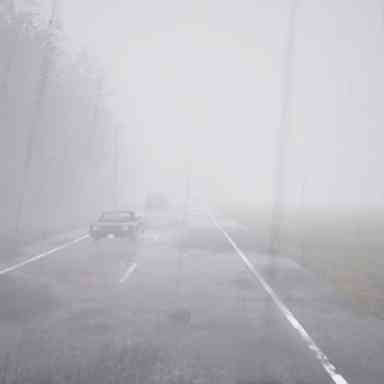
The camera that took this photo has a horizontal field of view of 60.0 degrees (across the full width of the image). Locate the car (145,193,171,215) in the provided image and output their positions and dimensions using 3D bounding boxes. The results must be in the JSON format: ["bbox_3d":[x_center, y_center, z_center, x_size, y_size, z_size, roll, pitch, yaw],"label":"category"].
[{"bbox_3d":[-3.396,1.133,33.392,2.150,2.045,5.566,0,0,0],"label":"car"}]

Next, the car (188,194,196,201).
[{"bbox_3d":[0.013,1.346,78.773,1.994,1.385,4.181,0,0,0],"label":"car"}]

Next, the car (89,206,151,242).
[{"bbox_3d":[-3.397,1.558,16.159,1.895,1.301,4.718,0,0,0],"label":"car"}]

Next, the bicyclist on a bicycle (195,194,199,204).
[{"bbox_3d":[0.972,1.211,60.758,0.659,1.776,1.843,0,0,0],"label":"bicyclist on a bicycle"}]

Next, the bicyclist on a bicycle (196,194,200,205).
[{"bbox_3d":[0.970,1.318,51.221,0.582,1.620,1.656,0,0,0],"label":"bicyclist on a bicycle"}]
